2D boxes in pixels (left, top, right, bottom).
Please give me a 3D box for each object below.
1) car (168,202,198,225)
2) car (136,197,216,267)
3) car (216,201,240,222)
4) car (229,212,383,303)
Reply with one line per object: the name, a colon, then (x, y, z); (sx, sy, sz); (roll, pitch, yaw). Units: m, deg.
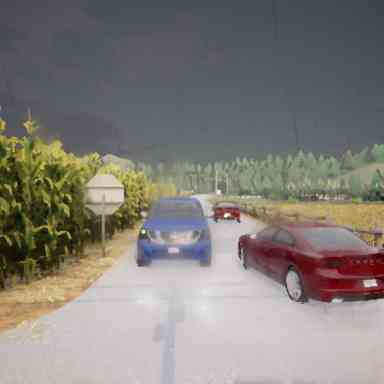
car: (-0.620, 1.535, 25.314); (2.033, 1.411, 5.357); (0, 0, -1)
car: (-0.501, 1.216, 11.702); (2.150, 2.045, 5.566); (0, 0, 0)
car: (2.553, 1.464, 26.147); (1.882, 1.535, 5.008); (0, 0, -1)
car: (2.687, 1.473, 8.349); (1.882, 1.535, 5.008); (-2, 0, -11)
